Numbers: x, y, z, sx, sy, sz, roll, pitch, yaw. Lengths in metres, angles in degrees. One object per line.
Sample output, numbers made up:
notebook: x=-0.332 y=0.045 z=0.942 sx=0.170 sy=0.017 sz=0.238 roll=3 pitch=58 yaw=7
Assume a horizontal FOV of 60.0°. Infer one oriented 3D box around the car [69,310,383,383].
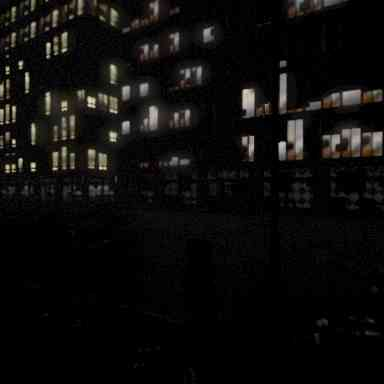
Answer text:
car: x=0.953 y=1.564 z=2.190 sx=4.313 sy=1.339 sz=1.947 roll=0 pitch=0 yaw=35
